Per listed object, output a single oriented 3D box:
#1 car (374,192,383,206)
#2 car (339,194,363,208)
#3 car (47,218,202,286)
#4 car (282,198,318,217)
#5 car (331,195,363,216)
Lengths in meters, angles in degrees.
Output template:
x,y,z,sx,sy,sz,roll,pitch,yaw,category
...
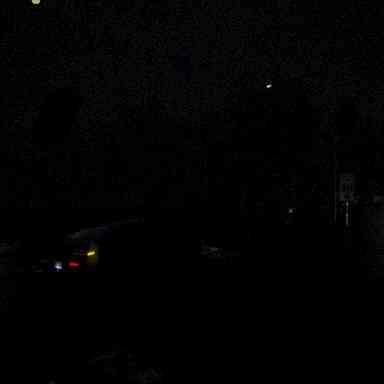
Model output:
x,y,z,sx,sy,sz,roll,pitch,yaw,category
28.567,1.095,49.468,2.150,2.045,5.566,0,-1,37,car
21.527,1.207,44.836,2.097,1.767,4.553,0,0,37,car
-1.598,1.440,9.259,1.812,1.442,4.674,0,1,37,car
9.472,1.309,28.932,2.128,1.511,4.902,0,0,37,car
14.094,1.304,30.181,2.128,1.511,4.902,0,0,37,car
